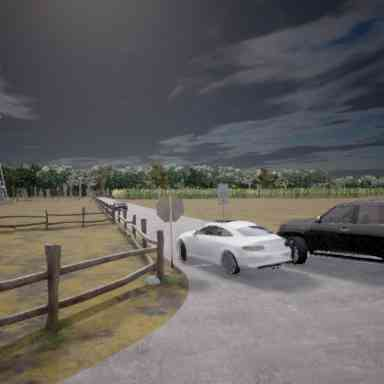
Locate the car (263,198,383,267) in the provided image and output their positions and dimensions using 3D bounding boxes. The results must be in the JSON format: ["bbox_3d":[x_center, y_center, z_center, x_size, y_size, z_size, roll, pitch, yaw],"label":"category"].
[{"bbox_3d":[5.099,1.222,9.766,2.150,2.045,5.566,-2,0,-39],"label":"car"}]

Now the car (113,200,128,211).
[{"bbox_3d":[-10.712,1.972,49.475,2.033,1.411,5.357,-2,0,-17],"label":"car"}]

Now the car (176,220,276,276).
[{"bbox_3d":[1.171,1.648,10.978,1.812,1.442,4.674,-2,0,-30],"label":"car"}]
